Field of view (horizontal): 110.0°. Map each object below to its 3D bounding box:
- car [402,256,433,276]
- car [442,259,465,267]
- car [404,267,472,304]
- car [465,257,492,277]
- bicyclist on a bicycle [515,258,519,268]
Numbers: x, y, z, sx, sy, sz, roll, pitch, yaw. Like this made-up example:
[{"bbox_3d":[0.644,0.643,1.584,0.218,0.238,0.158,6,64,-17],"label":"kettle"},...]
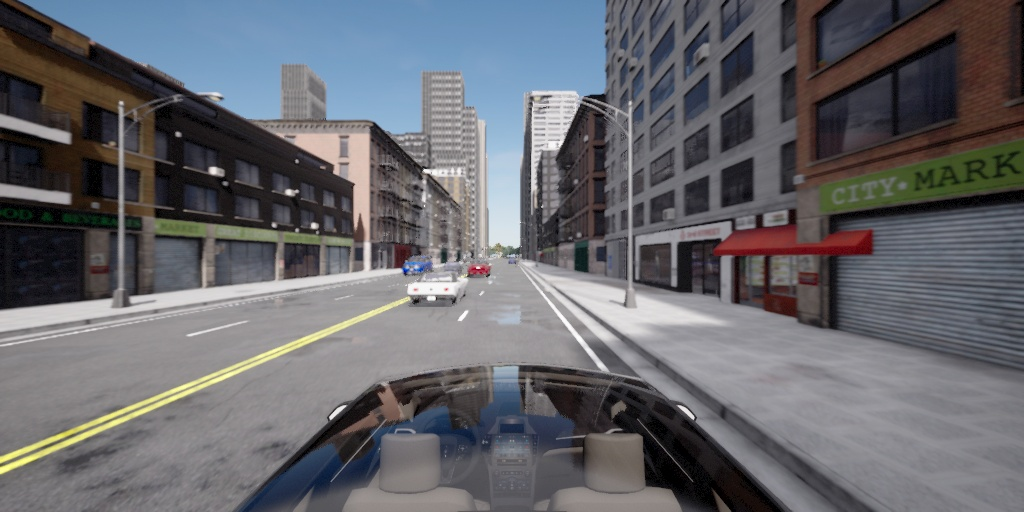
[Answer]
[{"bbox_3d":[-9.845,1.011,37.907,2.150,2.045,5.566,0,0,0],"label":"car"},{"bbox_3d":[-6.597,1.339,39.783,2.033,1.411,5.357,0,0,0],"label":"car"},{"bbox_3d":[-3.152,1.360,16.254,1.895,1.301,4.718,0,0,0],"label":"car"},{"bbox_3d":[-3.153,1.138,35.758,2.097,1.767,4.553,0,0,0],"label":"car"},{"bbox_3d":[0.889,1.197,62.460,0.659,1.776,1.843,0,0,0],"label":"bicyclist on a bicycle"}]
